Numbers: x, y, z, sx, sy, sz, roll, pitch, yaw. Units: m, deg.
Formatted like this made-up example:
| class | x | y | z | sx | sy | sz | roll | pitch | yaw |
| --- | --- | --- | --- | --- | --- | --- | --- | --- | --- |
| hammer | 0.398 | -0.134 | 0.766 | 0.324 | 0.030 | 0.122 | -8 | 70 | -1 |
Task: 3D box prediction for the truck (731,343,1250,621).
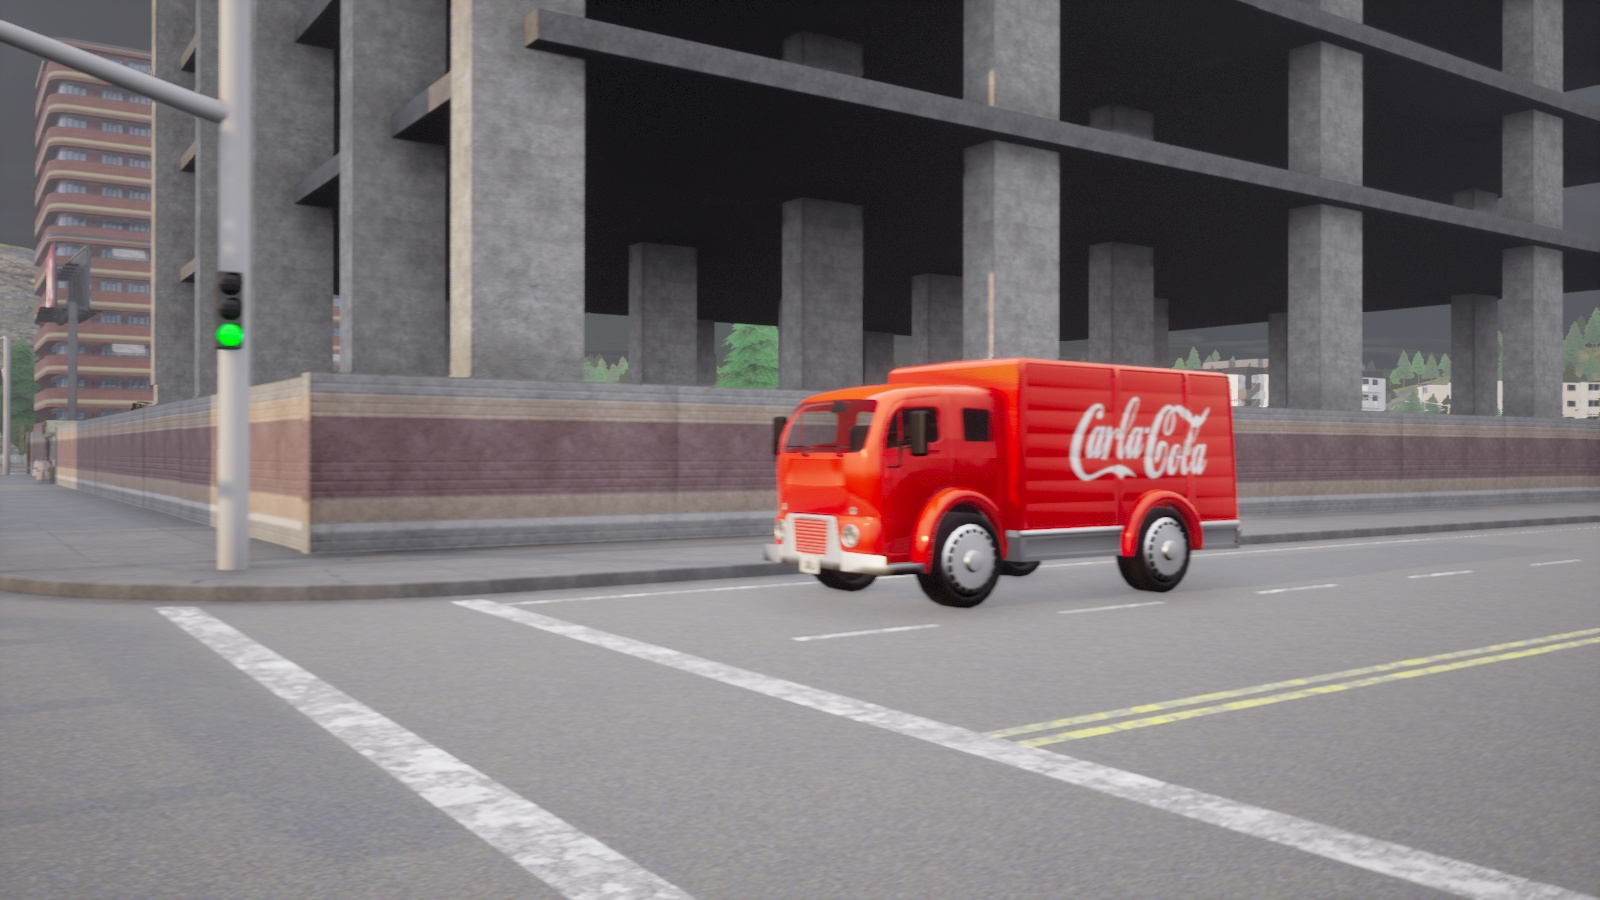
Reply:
| class | x | y | z | sx | sy | sz | roll | pitch | yaw |
| --- | --- | --- | --- | --- | --- | --- | --- | --- | --- |
| truck | 2.162 | 0.288 | 13.694 | 5.204 | 2.467 | 2.627 | 0 | 0 | -35 |
